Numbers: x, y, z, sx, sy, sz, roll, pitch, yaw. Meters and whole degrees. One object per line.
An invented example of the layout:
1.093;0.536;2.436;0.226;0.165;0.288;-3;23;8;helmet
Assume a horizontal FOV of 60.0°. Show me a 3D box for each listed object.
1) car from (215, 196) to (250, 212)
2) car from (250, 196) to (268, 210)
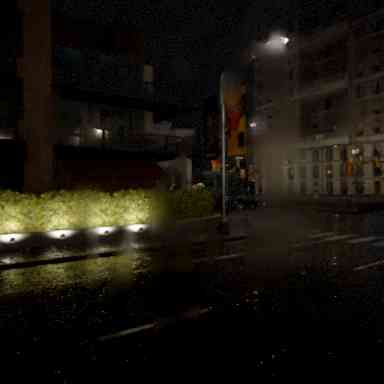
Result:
3.550;1.280;35.071;1.812;1.442;4.674;-1;0;-35;car
6.342;1.209;37.186;2.128;1.511;4.902;-1;0;-35;car
